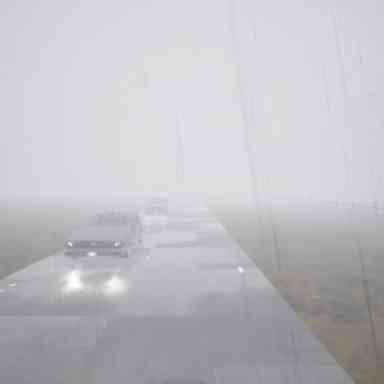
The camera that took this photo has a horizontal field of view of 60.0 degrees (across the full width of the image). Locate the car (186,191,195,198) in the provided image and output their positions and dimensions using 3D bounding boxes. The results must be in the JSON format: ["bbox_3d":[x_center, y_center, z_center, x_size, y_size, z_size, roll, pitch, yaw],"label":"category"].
[{"bbox_3d":[-0.365,0.516,74.869,1.994,1.385,4.181,0,1,0],"label":"car"}]

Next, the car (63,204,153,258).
[{"bbox_3d":[-2.894,1.389,12.278,2.033,1.411,5.357,0,1,0],"label":"car"}]

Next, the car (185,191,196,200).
[{"bbox_3d":[-0.277,0.678,60.847,1.837,1.490,4.892,0,1,0],"label":"car"}]

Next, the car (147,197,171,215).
[{"bbox_3d":[-2.887,1.160,29.495,2.033,1.411,5.357,0,1,0],"label":"car"}]
